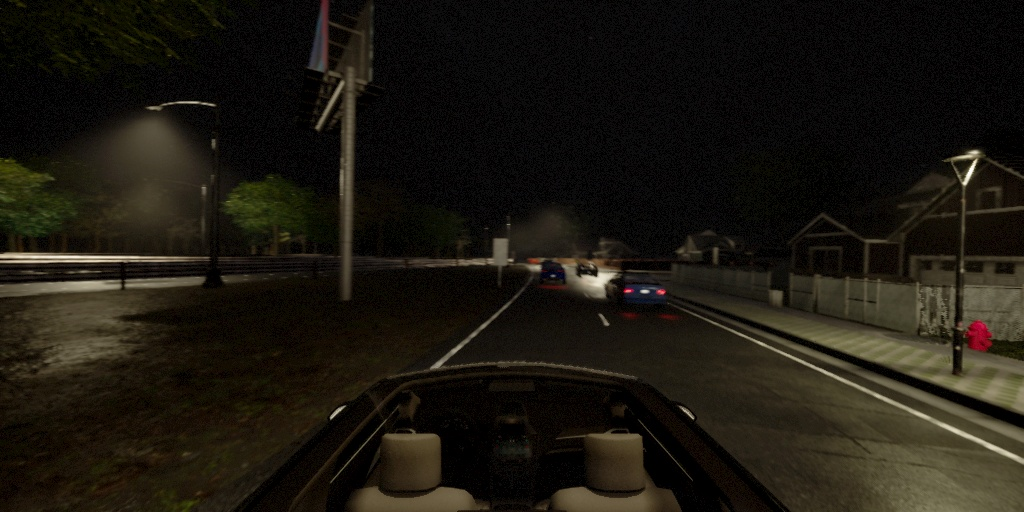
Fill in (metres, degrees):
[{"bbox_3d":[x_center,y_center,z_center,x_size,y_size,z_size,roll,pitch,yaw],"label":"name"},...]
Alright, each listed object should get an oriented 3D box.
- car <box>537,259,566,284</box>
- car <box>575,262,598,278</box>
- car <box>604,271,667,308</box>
[{"bbox_3d":[3.147,1.241,27.870,1.882,1.535,5.008,2,0,5],"label":"car"},{"bbox_3d":[7.299,1.338,35.286,2.128,1.511,4.902,2,0,4],"label":"car"},{"bbox_3d":[5.419,1.409,16.253,2.033,1.411,5.357,2,0,7],"label":"car"}]
